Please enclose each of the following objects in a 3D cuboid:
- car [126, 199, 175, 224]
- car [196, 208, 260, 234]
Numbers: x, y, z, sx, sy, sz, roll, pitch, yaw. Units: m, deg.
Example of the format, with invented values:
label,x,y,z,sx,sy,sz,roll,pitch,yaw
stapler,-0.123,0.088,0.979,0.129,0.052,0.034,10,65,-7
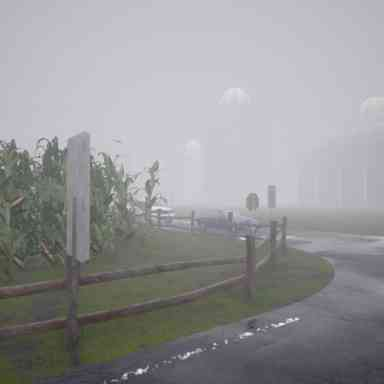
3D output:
label,x,y,z,sx,sy,sz,roll,pitch,yaw
car,-3.710,1.615,28.333,2.150,2.045,5.566,0,-1,-37
car,2.089,1.762,20.590,1.812,1.442,4.674,0,-1,-36
